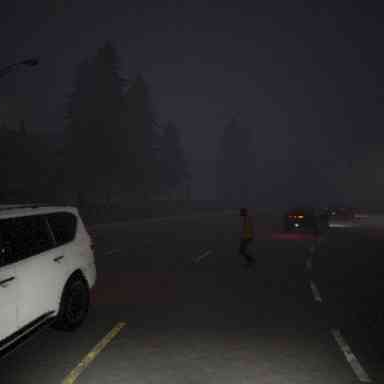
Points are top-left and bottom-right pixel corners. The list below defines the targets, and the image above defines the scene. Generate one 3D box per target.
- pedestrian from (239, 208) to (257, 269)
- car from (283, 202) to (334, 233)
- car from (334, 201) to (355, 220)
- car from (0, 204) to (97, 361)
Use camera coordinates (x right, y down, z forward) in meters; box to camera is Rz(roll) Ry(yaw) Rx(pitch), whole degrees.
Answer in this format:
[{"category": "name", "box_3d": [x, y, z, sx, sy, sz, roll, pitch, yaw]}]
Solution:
[{"category": "pedestrian", "box_3d": [1.604, 1.294, 9.728, 0.375, 1.860, 0.375, 0, 0, 17]}, {"category": "car", "box_3d": [6.855, 1.505, 19.734, 1.837, 1.490, 4.892, 0, 0, 32]}, {"category": "car", "box_3d": [12.604, 1.526, 28.430, 1.812, 1.442, 4.674, 0, 0, 34]}, {"category": "car", "box_3d": [-3.135, 1.221, 4.053, 2.150, 2.045, 5.566, 0, 0, 8]}]
